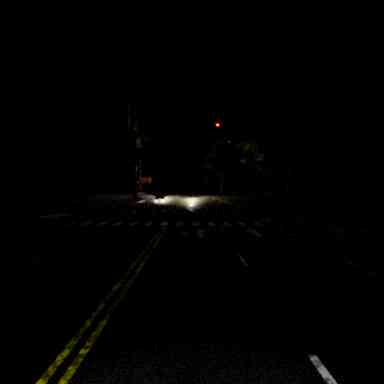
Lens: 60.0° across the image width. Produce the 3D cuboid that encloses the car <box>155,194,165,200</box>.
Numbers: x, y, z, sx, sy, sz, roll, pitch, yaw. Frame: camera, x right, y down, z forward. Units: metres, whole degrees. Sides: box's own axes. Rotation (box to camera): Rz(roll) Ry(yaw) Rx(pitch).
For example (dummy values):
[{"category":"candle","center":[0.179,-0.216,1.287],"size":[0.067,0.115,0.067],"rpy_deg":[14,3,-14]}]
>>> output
[{"category":"car","center":[-6.868,1.090,71.488],"size":[1.895,1.301,4.718],"rpy_deg":[0,0,-2]}]
